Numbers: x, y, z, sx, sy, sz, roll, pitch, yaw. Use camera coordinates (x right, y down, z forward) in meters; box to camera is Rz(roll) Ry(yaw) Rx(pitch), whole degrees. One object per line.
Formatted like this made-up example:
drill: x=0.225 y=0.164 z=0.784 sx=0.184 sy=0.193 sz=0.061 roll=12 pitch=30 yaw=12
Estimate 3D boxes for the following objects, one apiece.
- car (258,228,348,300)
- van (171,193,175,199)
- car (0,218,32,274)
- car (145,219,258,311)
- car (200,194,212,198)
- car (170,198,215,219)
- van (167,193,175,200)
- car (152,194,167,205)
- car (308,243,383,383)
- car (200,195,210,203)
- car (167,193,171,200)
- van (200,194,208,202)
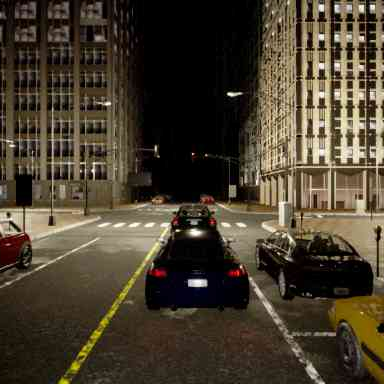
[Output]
car: x=2.685 y=1.549 z=8.165 sx=2.008 sy=1.369 sz=4.403 roll=0 pitch=0 yaw=0
van: x=-5.747 y=1.236 z=80.161 sx=1.690 sy=1.788 sz=3.998 roll=0 pitch=0 yaw=0
car: x=-5.695 y=1.439 z=8.158 sx=1.967 sy=1.590 sz=4.097 roll=0 pitch=0 yaw=0
car: x=0.096 y=1.563 z=7.821 sx=1.994 sy=1.385 sz=4.181 roll=0 pitch=0 yaw=0
car: x=2.745 y=1.388 z=57.426 sx=1.967 sy=1.590 sz=4.097 roll=0 pitch=0 yaw=0
car: x=0.086 y=1.346 z=16.454 sx=2.097 sy=1.767 sz=4.553 roll=0 pitch=0 yaw=0
van: x=-5.755 y=1.205 z=91.533 sx=1.690 sy=1.788 sz=3.998 roll=0 pitch=0 yaw=0
car: x=-5.826 y=1.388 z=57.421 sx=1.967 sy=1.590 sz=4.097 roll=0 pitch=0 yaw=0
car: x=2.689 y=1.525 z=2.668 sx=1.752 sy=1.417 sz=4.829 roll=0 pitch=0 yaw=0
car: x=2.641 y=1.363 z=68.794 sx=1.967 sy=1.590 sz=4.097 roll=0 pitch=0 yaw=0
car: x=-5.764 y=1.251 z=63.106 sx=2.192 sy=1.841 sz=5.009 roll=0 pitch=0 yaw=0
van: x=2.637 y=1.250 z=74.479 sx=1.690 sy=1.788 sz=3.998 roll=0 pitch=0 yaw=0
